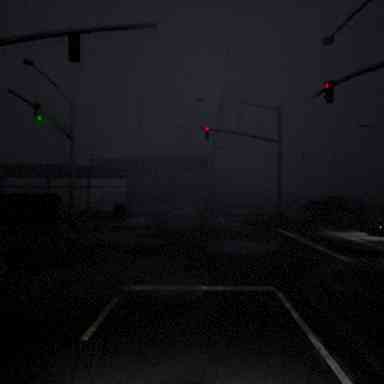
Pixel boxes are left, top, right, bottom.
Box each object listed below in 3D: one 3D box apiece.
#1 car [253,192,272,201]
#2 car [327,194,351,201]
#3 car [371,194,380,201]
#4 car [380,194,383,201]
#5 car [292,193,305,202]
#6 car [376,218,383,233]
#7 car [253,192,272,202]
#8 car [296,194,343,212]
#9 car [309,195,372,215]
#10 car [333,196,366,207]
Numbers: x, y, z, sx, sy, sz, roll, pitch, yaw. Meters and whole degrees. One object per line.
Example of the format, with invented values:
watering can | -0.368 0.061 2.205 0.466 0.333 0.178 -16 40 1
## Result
car | 15.253 1.033 71.969 3.866 1.878 1.905 0 0 1
car | 33.207 1.293 75.232 4.514 1.523 2.007 0 0 1
car | 40.175 1.248 71.416 3.806 1.475 1.970 0 0 1
car | 40.358 1.177 64.993 5.027 1.636 2.152 0 0 1
car | 23.048 1.076 68.511 4.605 1.855 1.932 0 0 1
car | 12.019 1.535 17.084 4.674 1.442 1.812 0 0 1
car | 14.569 1.320 68.659 3.806 1.475 1.970 0 0 1
car | 13.872 1.325 34.409 5.027 1.636 2.152 0 0 1
car | 13.855 1.338 31.271 4.514 1.523 2.007 0 0 1
car | 21.803 1.320 46.084 3.633 1.501 1.845 0 0 1
